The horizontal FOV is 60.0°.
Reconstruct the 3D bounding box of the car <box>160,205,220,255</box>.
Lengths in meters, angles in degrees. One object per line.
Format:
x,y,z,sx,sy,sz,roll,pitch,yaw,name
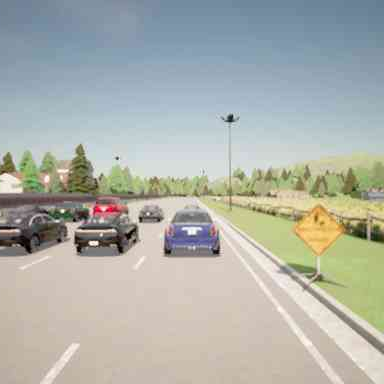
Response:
0.003,1.485,14.067,2.097,1.767,4.553,0,-1,0,car

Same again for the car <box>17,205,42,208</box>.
-13.998,1.826,28.972,2.033,1.411,5.357,0,-1,0,car

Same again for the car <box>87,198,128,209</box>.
-6.998,1.495,29.008,2.150,2.045,5.566,0,0,0,car

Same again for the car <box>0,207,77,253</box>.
-6.996,1.630,14.273,2.128,1.511,4.902,0,0,0,car

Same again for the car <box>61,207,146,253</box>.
-3.496,1.630,14.273,2.128,1.511,4.902,0,0,0,car

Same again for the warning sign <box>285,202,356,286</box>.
3.051,1.193,8.041,1.300,1.860,1.060,0,-1,0,warning sign

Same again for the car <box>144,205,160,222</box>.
-3.498,1.825,28.972,2.033,1.411,5.357,0,-1,0,car

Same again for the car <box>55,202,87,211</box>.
-10.497,1.629,29.069,2.097,1.767,4.553,0,-1,0,car

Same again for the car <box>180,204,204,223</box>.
0.004,1.845,29.302,1.994,1.385,4.181,0,0,0,car
